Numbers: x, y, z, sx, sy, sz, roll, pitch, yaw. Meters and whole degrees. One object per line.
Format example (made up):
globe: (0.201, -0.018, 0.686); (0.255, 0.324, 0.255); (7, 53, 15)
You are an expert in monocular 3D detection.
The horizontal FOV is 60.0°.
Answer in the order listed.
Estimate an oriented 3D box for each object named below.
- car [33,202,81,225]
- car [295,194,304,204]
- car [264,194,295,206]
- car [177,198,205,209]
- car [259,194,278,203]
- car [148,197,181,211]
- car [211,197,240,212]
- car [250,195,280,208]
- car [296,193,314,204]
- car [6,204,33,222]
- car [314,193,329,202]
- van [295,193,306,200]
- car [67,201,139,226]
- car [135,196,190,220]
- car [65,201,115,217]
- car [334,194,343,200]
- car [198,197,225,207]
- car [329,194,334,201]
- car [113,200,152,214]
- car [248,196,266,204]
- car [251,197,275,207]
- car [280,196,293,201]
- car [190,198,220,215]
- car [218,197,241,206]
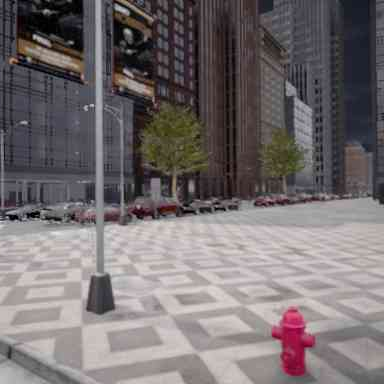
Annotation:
car: (-8.322, 1.485, 23.891); (2.128, 1.511, 4.902); (-1, 0, 36)
car: (16.501, 1.430, 55.091); (1.947, 1.339, 4.313); (-1, 0, 35)
car: (13.296, 1.189, 50.452); (2.192, 1.841, 5.009); (-1, 0, 35)
car: (-0.120, 1.572, 46.017); (1.802, 1.307, 4.206); (-1, 0, 35)
car: (15.896, 1.255, 69.224); (2.192, 1.841, 5.009); (-1, 0, 35)
car: (-3.326, 1.444, 41.375); (1.967, 1.590, 4.097); (-1, 0, 35)
car: (3.688, 1.476, 36.528); (1.947, 1.339, 4.313); (-1, 0, 35)
car: (10.094, 1.429, 45.810); (1.887, 1.381, 4.507); (-1, 0, 35)
car: (19.703, 1.171, 59.732); (2.192, 1.841, 5.009); (-1, 0, 35)
car: (-12.935, 1.621, 27.452); (1.947, 1.339, 4.313); (0, 0, 35)
car: (26.110, 1.153, 69.014); (2.192, 1.841, 5.009); (-1, 0, 35)
van: (28.710, 1.265, 87.788); (1.690, 1.788, 3.998); (-1, 0, 35)
car: (-5.921, 1.544, 22.607); (1.802, 1.307, 4.206); (-1, 0, 35)
car: (-2.719, 1.257, 27.249); (2.192, 1.841, 5.009); (-1, 0, 35)
car: (-9.731, 1.602, 32.094); (1.947, 1.339, 4.313); (-1, 0, 35)
car: (35.721, 1.412, 82.933); (1.802, 1.307, 4.206); (-1, 0, 35)
car: (2.986, 1.504, 50.517); (1.752, 1.417, 4.829); (-1, 0, 35)
car: (29.411, 1.356, 73.793); (1.752, 1.417, 4.829); (-1, 0, 35)
car: (-6.528, 1.602, 36.735); (1.802, 1.307, 4.206); (-1, 0, 35)
car: (12.694, 1.494, 64.581); (1.887, 1.381, 4.507); (-1, 0, 35)
car: (11.064, 1.504, 51.741); (1.895, 1.301, 4.718); (-1, 0, 34)
car: (22.305, 1.506, 78.504); (1.802, 1.307, 4.206); (-1, 0, 35)
car: (0.485, 1.492, 31.889); (1.947, 1.339, 4.313); (-1, 0, 35)
car: (6.287, 1.534, 55.299); (1.947, 1.339, 4.313); (-1, 0, 35)
